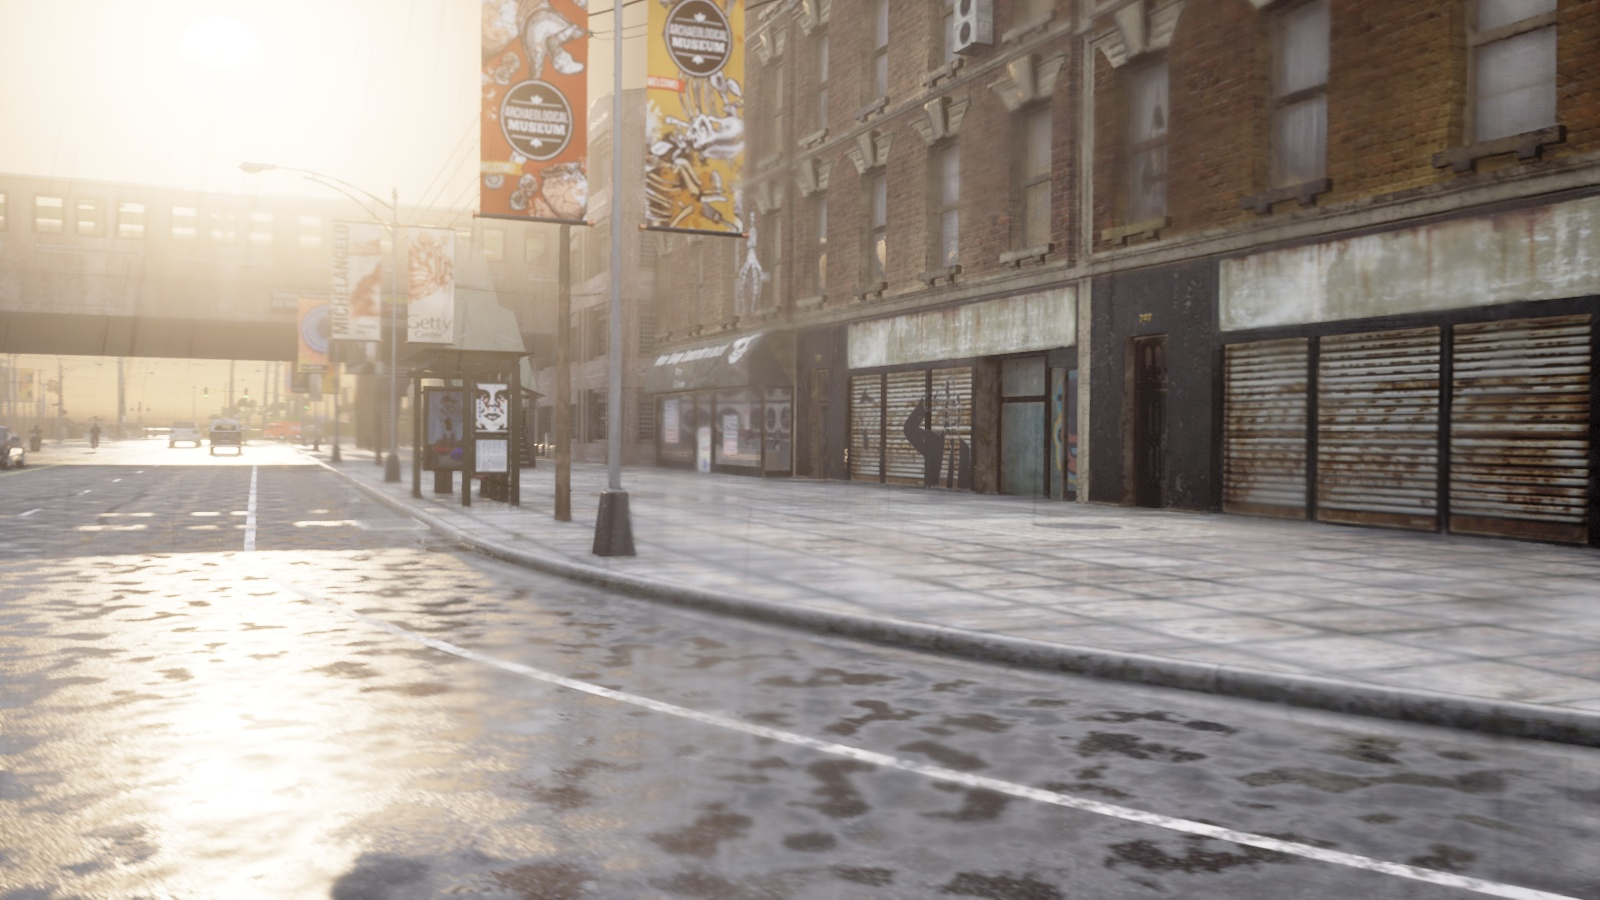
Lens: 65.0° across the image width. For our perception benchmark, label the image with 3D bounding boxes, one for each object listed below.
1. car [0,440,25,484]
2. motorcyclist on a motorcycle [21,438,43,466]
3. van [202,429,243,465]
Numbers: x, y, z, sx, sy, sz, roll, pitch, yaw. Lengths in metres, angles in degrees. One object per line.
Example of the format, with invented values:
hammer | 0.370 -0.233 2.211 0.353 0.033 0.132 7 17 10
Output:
car | -28.974 0.416 44.558 1.837 1.490 4.892 -1 1 -24
motorcyclist on a motorcycle | -45.932 0.117 75.121 0.766 1.649 2.350 -1 1 -23
van | -34.267 -0.202 74.604 2.069 2.038 4.480 -1 1 -23
